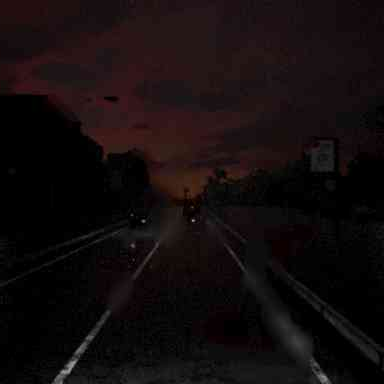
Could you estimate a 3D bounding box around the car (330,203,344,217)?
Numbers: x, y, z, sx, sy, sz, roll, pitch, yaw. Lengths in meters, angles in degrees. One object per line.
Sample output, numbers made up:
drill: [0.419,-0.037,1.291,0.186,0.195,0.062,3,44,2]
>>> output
car: [18.696,2.083,37.342,5.008,1.535,2.097,0,-1,0]

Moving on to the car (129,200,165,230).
car: [-3.258,1.643,25.177,2.150,2.045,5.566,0,-1,0]

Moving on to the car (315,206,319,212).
car: [18.690,2.234,43.890,4.674,1.452,2.002,0,-1,0]

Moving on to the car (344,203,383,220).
car: [18.687,2.070,34.193,4.674,1.452,2.002,0,-1,0]

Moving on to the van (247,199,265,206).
van: [18.401,2.930,92.187,4.442,1.987,1.878,0,-2,0]

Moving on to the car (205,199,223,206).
car: [6.060,3.169,92.724,5.366,1.575,1.946,0,-2,0]

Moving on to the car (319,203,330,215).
car: [18.686,2.140,40.615,4.892,1.521,2.231,0,-1,0]

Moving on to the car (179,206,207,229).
car: [0.092,1.982,24.928,1.994,1.385,4.181,0,-1,0]

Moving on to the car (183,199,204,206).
car: [0.084,1.920,41.267,2.150,2.045,5.566,0,-1,1]

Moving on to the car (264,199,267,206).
car: [18.662,2.701,71.392,4.674,1.452,2.002,0,-1,0]

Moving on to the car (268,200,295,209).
car: [18.733,2.480,68.225,4.553,1.767,2.185,0,-1,0]
